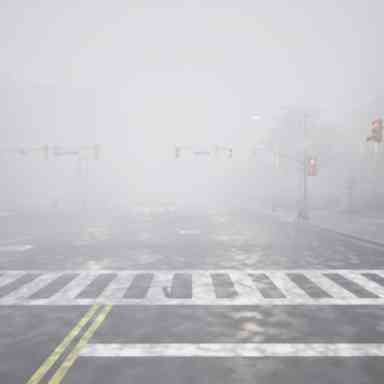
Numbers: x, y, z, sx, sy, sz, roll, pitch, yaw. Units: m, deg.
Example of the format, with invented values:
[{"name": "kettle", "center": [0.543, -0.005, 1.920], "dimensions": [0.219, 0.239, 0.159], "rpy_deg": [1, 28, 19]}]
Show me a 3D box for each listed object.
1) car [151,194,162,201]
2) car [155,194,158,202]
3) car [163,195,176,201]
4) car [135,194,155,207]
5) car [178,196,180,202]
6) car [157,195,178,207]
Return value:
[{"name": "car", "center": [-8.350, 1.328, 77.919], "dimensions": [1.837, 1.490, 4.892], "rpy_deg": [0, 0, -14]}, {"name": "car", "center": [-7.032, 1.387, 62.743], "dimensions": [1.812, 1.442, 4.674], "rpy_deg": [0, 0, 0]}, {"name": "car", "center": [-5.466, 1.363, 80.422], "dimensions": [2.033, 1.411, 5.357], "rpy_deg": [0, 0, -18]}, {"name": "car", "center": [-7.063, 1.370, 48.522], "dimensions": [1.882, 1.535, 5.008], "rpy_deg": [0, 0, 1]}, {"name": "car", "center": [-3.502, 1.396, 68.668], "dimensions": [2.033, 1.411, 5.357], "rpy_deg": [0, 0, 1]}, {"name": "car", "center": [-3.547, 1.369, 49.229], "dimensions": [1.882, 1.535, 5.008], "rpy_deg": [0, 0, 0]}]
